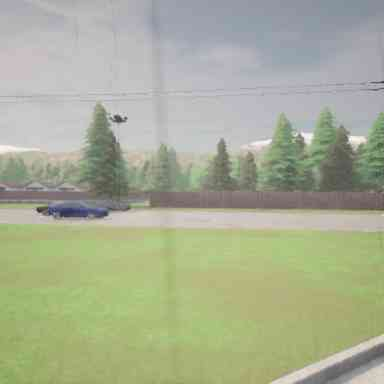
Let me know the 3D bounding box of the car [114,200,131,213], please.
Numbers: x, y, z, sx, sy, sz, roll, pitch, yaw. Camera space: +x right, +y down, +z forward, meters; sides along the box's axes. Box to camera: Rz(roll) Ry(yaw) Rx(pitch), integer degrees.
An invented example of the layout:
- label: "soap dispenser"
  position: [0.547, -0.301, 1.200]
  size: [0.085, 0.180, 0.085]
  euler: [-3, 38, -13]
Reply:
- label: "car"
  position: [-9.199, 1.641, 38.442]
  size: [4.181, 1.385, 1.994]
  euler: [0, 0, 7]

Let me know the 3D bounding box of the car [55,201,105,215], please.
- label: "car"
  position: [-11.824, 1.643, 35.226]
  size: [4.718, 1.301, 1.895]
  euler: [0, 0, 7]

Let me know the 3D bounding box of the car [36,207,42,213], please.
- label: "car"
  position: [-12.218, 1.626, 31.748]
  size: [4.718, 1.301, 1.895]
  euler: [0, 0, 7]

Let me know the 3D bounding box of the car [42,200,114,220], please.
- label: "car"
  position: [-9.498, 1.510, 27.905]
  size: [5.008, 1.535, 1.882]
  euler: [0, 0, 7]
